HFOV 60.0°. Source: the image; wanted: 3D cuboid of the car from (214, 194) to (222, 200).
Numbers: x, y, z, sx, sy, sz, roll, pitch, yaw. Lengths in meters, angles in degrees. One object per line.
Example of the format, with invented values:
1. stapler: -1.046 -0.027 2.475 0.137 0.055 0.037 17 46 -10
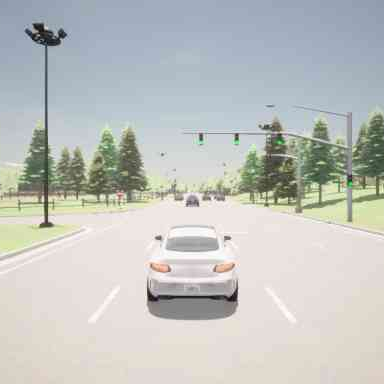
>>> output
1. car: 7.173 1.385 93.088 1.994 1.385 4.181 0 0 0

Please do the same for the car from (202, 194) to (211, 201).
1. car: 3.654 1.348 83.061 2.097 1.767 4.553 0 0 0

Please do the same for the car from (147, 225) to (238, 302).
1. car: 0.022 1.526 8.165 1.812 1.442 4.674 0 0 0

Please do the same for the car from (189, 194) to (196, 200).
1. car: 0.173 1.332 93.101 1.837 1.490 4.892 0 0 0

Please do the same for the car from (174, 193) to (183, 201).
1. car: -3.346 1.544 83.071 1.994 1.385 4.181 0 0 0

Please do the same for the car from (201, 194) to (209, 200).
1. car: 3.673 1.372 93.094 2.033 1.411 5.357 0 0 0

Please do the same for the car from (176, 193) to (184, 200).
1. car: -3.327 1.187 93.077 2.097 1.767 4.553 0 0 0

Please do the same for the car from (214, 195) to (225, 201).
1. car: 7.154 1.517 82.668 2.128 1.511 4.902 0 0 0

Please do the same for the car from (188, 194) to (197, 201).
1. car: 0.154 1.348 83.067 2.097 1.767 4.553 0 0 0

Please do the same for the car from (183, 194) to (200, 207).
1. car: 0.097 1.352 52.038 2.097 1.767 4.553 0 0 0
